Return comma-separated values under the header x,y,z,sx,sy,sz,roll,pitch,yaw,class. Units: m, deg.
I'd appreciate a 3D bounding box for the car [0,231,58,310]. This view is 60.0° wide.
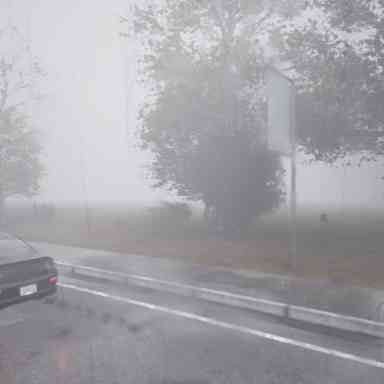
x,y,z,sx,sy,sz,roll,pitch,yaw,class
-4.763,1.517,6.961,4.674,1.442,1.812,0,0,32,car
